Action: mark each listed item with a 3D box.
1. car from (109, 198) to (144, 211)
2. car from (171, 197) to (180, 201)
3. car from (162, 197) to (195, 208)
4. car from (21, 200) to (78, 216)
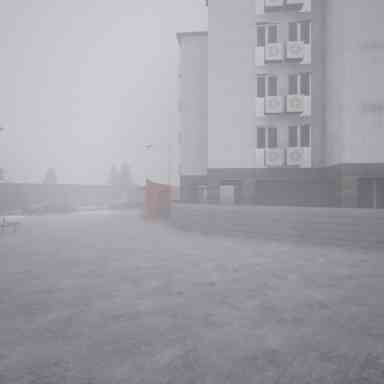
[{"bbox_3d":[-8.144,1.477,41.683,1.882,1.535,5.008,0,0,35],"label":"car"},{"bbox_3d":[-2.529,1.352,42.325,2.097,1.767,4.553,0,0,36],"label":"car"},{"bbox_3d":[-1.965,1.547,50.291,2.033,1.411,5.357,0,0,36],"label":"car"},{"bbox_3d":[-14.114,1.547,33.346,2.033,1.411,5.357,0,0,36],"label":"car"}]
